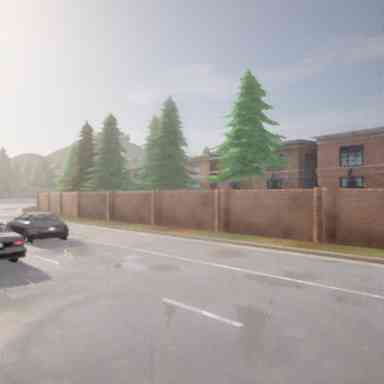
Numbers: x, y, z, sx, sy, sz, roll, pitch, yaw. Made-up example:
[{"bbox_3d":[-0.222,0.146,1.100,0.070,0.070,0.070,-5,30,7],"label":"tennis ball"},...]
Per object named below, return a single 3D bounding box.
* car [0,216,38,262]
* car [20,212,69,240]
[{"bbox_3d":[-7.541,1.651,11.643,2.033,1.411,5.357,1,-1,-45],"label":"car"},{"bbox_3d":[-8.026,1.720,17.081,4.181,1.385,1.994,0,-1,45],"label":"car"}]
